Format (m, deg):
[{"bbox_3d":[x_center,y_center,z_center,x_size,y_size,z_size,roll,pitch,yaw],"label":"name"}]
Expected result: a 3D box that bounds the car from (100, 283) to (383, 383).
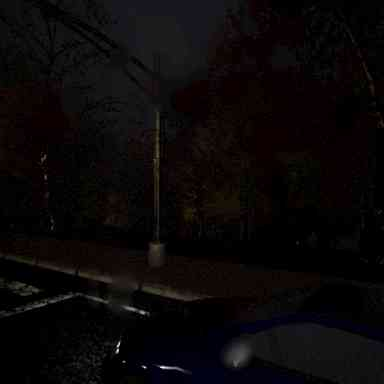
[{"bbox_3d":[1.135,1.564,2.873,4.181,1.385,1.994,0,0,35],"label":"car"}]
